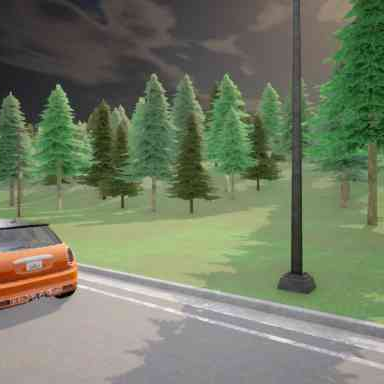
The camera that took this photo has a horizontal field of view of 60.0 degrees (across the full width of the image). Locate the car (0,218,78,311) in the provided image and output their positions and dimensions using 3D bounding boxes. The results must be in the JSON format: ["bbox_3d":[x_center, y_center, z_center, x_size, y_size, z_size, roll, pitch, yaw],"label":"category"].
[{"bbox_3d":[-4.586,1.352,7.265,4.553,1.767,2.097,0,0,36],"label":"car"}]
